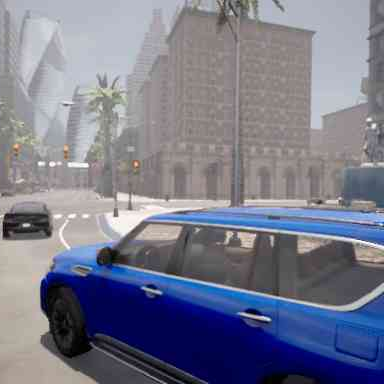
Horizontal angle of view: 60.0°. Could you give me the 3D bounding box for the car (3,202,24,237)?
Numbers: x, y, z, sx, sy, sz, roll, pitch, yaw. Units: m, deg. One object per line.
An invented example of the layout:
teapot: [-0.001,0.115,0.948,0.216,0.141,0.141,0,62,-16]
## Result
car: [-7.848,1.200,16.172,1.882,1.535,5.008,1,1,-22]

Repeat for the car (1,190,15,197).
car: [-38.919,0.232,70.602,2.161,1.482,4.786,1,1,-17]

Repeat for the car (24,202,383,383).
car: [0.341,1.186,4.031,5.566,2.045,2.150,2,1,40]
